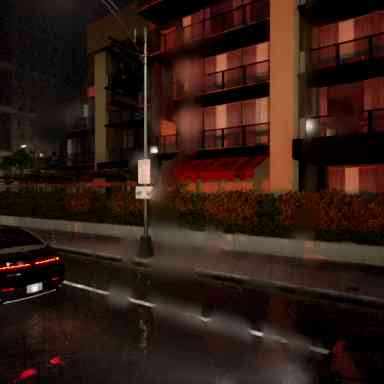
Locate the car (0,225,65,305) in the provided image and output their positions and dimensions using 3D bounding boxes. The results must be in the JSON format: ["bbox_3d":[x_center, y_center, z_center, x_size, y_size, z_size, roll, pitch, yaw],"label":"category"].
[{"bbox_3d":[-4.857,1.505,7.484,4.892,1.490,1.837,0,0,35],"label":"car"}]

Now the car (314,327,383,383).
[{"bbox_3d":[3.396,1.548,1.646,5.357,1.411,2.033,0,0,35],"label":"car"}]
